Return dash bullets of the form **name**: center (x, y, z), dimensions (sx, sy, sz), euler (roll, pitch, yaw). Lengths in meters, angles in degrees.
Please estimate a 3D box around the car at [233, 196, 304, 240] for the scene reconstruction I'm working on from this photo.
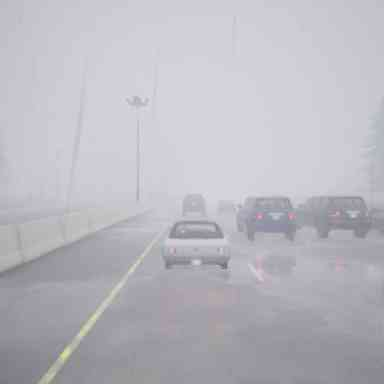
- **car**: center (3.651, 1.215, 17.068), dimensions (2.150, 2.045, 5.566), euler (0, 0, 0)

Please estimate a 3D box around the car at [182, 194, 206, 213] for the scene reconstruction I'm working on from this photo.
- **car**: center (0.193, 1.209, 32.234), dimensions (2.150, 2.045, 5.566), euler (0, 0, 0)

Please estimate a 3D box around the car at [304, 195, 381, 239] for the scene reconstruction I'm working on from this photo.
- **car**: center (7.177, 1.209, 17.667), dimensions (2.150, 2.045, 5.566), euler (0, -1, -2)

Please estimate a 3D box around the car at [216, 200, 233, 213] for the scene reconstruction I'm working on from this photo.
- **car**: center (3.701, 1.534, 35.989), dimensions (2.033, 1.411, 5.357), euler (0, 0, 0)

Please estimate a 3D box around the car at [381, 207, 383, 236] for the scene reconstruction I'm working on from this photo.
- **car**: center (10.645, 1.524, 18.269), dimensions (1.812, 1.442, 4.674), euler (0, 0, 0)

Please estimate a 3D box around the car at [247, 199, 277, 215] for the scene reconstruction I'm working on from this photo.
- **car**: center (7.199, 1.537, 34.931), dimensions (2.033, 1.411, 5.357), euler (0, 0, 0)

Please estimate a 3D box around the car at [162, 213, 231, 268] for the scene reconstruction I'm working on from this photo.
- **car**: center (0.131, 1.596, 11.158), dimensions (1.895, 1.301, 4.718), euler (0, 0, 0)
